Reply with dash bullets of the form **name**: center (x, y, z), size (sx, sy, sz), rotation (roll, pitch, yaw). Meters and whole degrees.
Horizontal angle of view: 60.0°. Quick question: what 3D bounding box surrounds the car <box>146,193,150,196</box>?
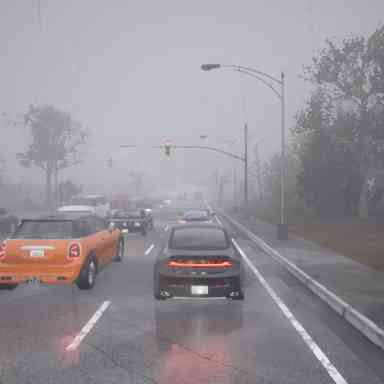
- **car**: center (-9.338, 1.111, 70.498), size (2.097, 1.767, 4.553), rotation (0, 2, 1)

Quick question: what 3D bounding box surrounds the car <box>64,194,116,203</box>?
- **car**: center (-6.868, 1.221, 21.534), size (2.150, 2.045, 5.566), rotation (0, 0, 1)

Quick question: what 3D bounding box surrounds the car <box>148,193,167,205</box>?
- **car**: center (-6.123, 1.474, 59.559), size (1.882, 1.535, 5.008), rotation (0, 0, 1)

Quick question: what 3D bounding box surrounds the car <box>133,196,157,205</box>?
- **car**: center (-6.412, 1.562, 45.790), size (1.994, 1.385, 4.181), rotation (0, 0, 1)

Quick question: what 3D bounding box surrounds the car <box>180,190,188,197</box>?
- **car**: center (-2.047, 0.337, 85.621), size (1.812, 1.442, 4.674), rotation (0, 3, 1)

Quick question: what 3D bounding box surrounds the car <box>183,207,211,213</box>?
- **car**: center (0.253, 1.525, 17.450), size (1.812, 1.442, 4.674), rotation (0, 0, 3)

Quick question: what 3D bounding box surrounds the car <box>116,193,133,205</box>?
- **car**: center (-9.901, 1.220, 46.291), size (2.150, 2.045, 5.566), rotation (0, 0, 1)

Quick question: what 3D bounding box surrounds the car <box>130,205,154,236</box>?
- **car**: center (-3.250, 1.600, 18.400), size (1.895, 1.301, 4.718), rotation (0, 0, 0)

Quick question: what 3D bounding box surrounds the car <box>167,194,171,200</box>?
- **car**: center (-5.757, 1.101, 74.704), size (1.994, 1.385, 4.181), rotation (0, 3, 1)

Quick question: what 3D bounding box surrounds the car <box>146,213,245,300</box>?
- **car**: center (0.160, 1.504, 8.375), size (1.837, 1.490, 4.892), rotation (0, 0, 1)

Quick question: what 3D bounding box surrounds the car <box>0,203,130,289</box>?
- **car**: center (-3.328, 1.352, 9.315), size (2.097, 1.767, 4.553), rotation (0, 0, 1)

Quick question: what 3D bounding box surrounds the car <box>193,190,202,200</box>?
- **car**: center (1.252, 1.050, 75.139), size (2.033, 1.411, 5.357), rotation (0, 3, 1)

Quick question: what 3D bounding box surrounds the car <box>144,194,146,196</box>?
- **car**: center (-9.660, 1.523, 57.872), size (1.812, 1.442, 4.674), rotation (0, 0, 2)

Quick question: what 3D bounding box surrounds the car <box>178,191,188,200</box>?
- **car**: center (-2.247, 1.010, 75.204), size (1.837, 1.490, 4.892), rotation (0, 3, 1)

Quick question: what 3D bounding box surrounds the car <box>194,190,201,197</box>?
- **car**: center (1.452, 0.313, 85.553), size (1.837, 1.490, 4.892), rotation (0, 3, 1)
